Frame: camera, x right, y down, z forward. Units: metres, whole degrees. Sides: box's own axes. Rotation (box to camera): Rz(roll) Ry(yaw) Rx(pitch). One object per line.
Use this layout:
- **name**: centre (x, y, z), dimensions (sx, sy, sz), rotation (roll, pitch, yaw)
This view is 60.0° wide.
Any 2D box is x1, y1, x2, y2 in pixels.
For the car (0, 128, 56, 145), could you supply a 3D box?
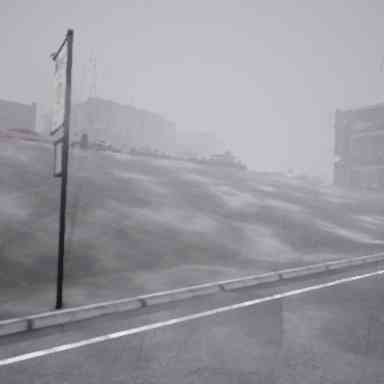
- **car**: centre (-11.916, -3.734, 24.157), dimensions (4.792, 1.488, 2.163), rotation (3, -1, -40)

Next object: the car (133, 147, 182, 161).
- **car**: centre (-3.756, -3.369, 31.436), dimensions (4.892, 1.521, 2.231), rotation (3, -1, -42)

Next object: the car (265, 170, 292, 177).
- **car**: centre (11.867, -2.335, 47.293), dimensions (2.002, 1.452, 4.674), rotation (1, -2, 43)

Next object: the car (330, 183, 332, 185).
- **car**: centre (26.130, -1.031, 64.263), dimensions (2.163, 1.488, 4.792), rotation (1, -3, 38)

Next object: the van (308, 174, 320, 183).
- **van**: centre (19.260, -1.974, 55.722), dimensions (1.878, 1.987, 4.442), rotation (1, -2, 41)

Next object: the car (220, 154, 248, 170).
- **car**: centre (4.312, -3.161, 39.271), dimensions (5.566, 2.045, 2.435), rotation (3, -2, -45)

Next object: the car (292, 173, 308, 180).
- **car**: centre (15.546, -2.036, 51.427), dimensions (2.002, 1.452, 4.674), rotation (1, -2, 41)

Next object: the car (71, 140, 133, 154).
- **car**: centre (-7.761, -3.525, 27.785), dimensions (4.674, 1.452, 2.002), rotation (3, -1, -41)

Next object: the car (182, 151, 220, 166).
- **car**: centre (0.323, -3.275, 35.326), dimensions (4.553, 1.767, 2.185), rotation (3, -1, -44)

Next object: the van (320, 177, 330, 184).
- **van**: centre (22.765, -1.634, 59.997), dimensions (1.878, 1.987, 4.442), rotation (1, -3, 40)
